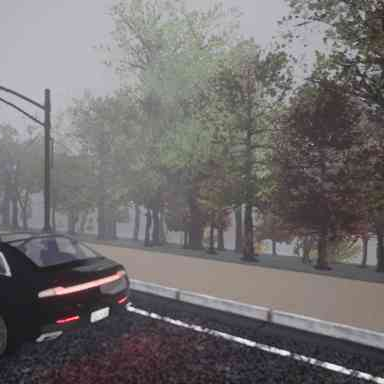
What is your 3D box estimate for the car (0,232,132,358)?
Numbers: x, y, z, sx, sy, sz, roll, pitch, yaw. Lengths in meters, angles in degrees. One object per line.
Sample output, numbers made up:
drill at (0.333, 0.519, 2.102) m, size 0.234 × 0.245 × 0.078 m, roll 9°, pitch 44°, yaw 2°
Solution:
car at (-3.270, 1.491, 6.012) m, size 4.902 × 1.511 × 2.128 m, roll 0°, pitch 0°, yaw 35°
